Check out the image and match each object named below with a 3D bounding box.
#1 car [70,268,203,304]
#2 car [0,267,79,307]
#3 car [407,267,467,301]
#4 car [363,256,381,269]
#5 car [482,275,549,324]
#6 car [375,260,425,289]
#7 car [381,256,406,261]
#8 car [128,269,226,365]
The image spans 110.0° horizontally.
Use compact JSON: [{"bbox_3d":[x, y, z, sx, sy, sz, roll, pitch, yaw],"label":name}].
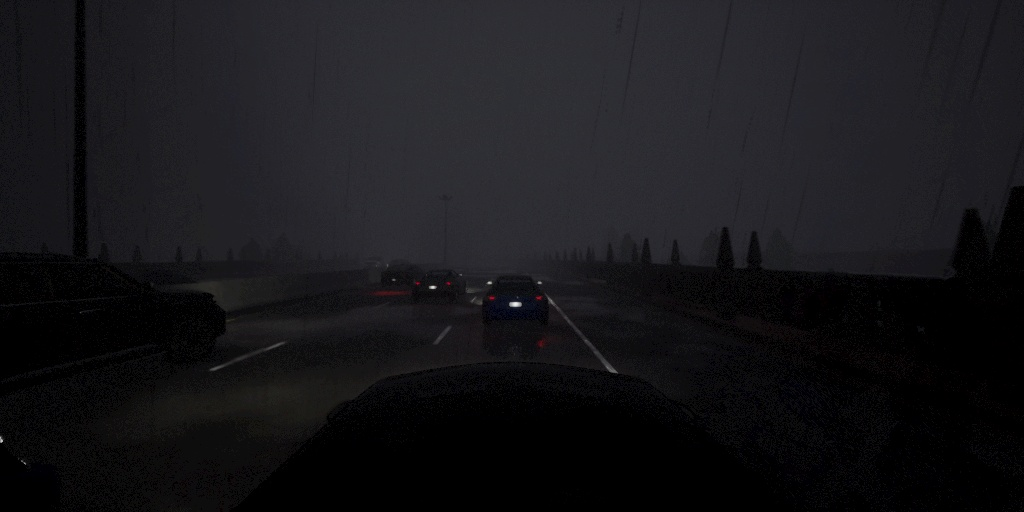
[{"bbox_3d":[-17.602,1.321,17.162,1.994,1.385,4.181,0,0,0],"label":"car"},{"bbox_3d":[-21.102,1.245,14.132,2.128,1.511,4.902,0,0,0],"label":"car"},{"bbox_3d":[-3.403,1.322,17.411,1.994,1.385,4.181,0,0,0],"label":"car"},{"bbox_3d":[-21.536,1.084,56.372,2.150,2.045,5.566,0,0,-5],"label":"car"},{"bbox_3d":[0.097,1.316,11.978,1.994,1.385,4.181,0,0,0],"label":"car"},{"bbox_3d":[-6.906,1.242,23.409,1.882,1.535,5.008,0,0,0],"label":"car"},{"bbox_3d":[-14.150,1.167,44.586,2.097,1.767,4.553,0,0,-1],"label":"car"},{"bbox_3d":[-6.900,0.971,4.904,2.150,2.045,5.566,0,0,0],"label":"car"}]
